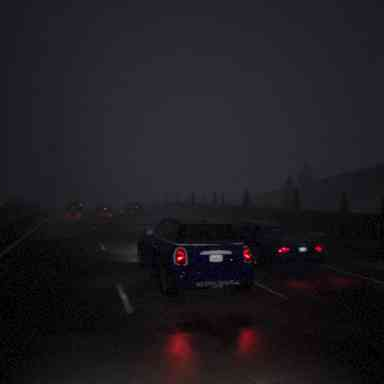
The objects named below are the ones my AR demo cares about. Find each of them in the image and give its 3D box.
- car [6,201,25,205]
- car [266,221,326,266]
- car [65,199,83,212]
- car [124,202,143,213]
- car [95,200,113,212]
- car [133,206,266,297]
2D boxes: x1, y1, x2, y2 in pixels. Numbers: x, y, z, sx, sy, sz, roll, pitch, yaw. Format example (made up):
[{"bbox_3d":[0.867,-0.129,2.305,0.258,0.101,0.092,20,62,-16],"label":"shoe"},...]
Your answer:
[{"bbox_3d":[-22.669,1.325,42.913,1.994,1.385,4.181,2,-3,-19],"label":"car"},{"bbox_3d":[2.496,1.769,12.285,2.033,1.411,5.357,2,-1,-19],"label":"car"},{"bbox_3d":[-14.356,1.643,40.451,1.812,1.442,4.674,2,-2,-19],"label":"car"},{"bbox_3d":[-7.164,1.869,41.008,1.994,1.385,4.181,2,-1,-19],"label":"car"},{"bbox_3d":[-10.949,1.747,41.292,1.812,1.442,4.674,2,-2,-19],"label":"car"},{"bbox_3d":[-0.154,1.458,9.210,2.097,1.767,4.553,2,-1,-19],"label":"car"}]
